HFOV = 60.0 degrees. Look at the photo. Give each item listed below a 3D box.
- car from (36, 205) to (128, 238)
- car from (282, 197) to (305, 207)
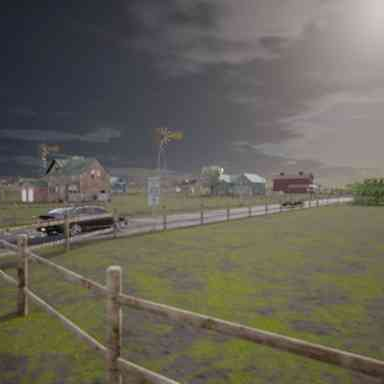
[{"bbox_3d":[-5.316,1.406,16.815,1.837,1.490,4.892,-2,-1,32],"label":"car"},{"bbox_3d":[13.686,1.352,44.634,1.895,1.301,4.718,0,0,34],"label":"car"}]
